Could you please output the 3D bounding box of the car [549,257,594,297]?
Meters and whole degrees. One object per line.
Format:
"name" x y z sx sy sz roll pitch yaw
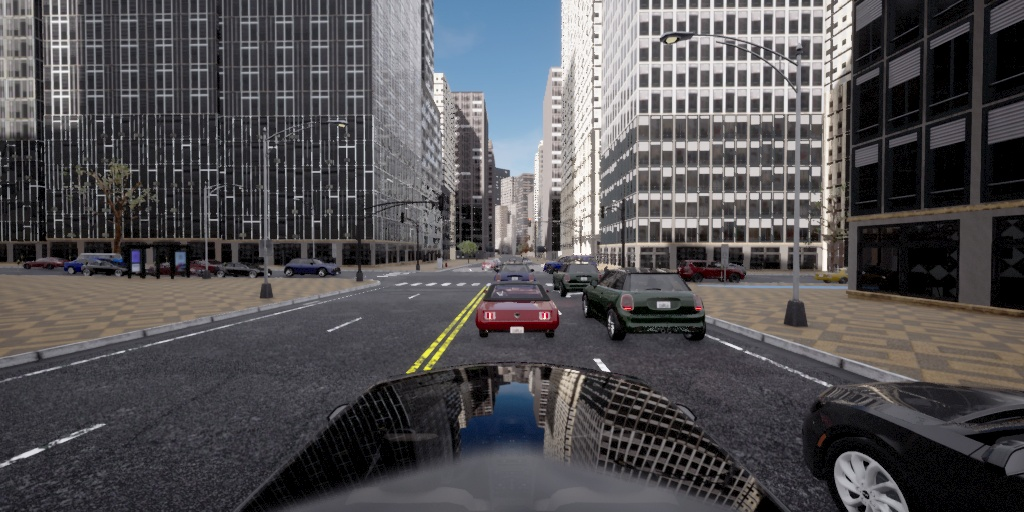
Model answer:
"car" 3.385 1.093 18.983 2.097 1.767 4.553 0 0 0

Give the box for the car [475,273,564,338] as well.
"car" 0.115 1.347 10.142 1.895 1.301 4.718 0 0 0

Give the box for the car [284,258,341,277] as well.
"car" -18.167 0.958 32.815 4.553 1.767 2.097 1 1 2

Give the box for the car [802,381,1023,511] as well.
"car" 3.342 1.255 0.990 1.837 1.490 4.892 0 0 0

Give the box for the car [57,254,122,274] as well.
"car" -38.421 0.899 33.311 5.008 1.535 1.882 1 1 2

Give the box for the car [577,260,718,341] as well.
"car" 3.359 1.098 10.045 2.097 1.767 4.553 0 0 0

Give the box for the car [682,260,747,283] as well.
"car" 16.253 1.269 29.632 5.009 1.841 2.192 0 0 1

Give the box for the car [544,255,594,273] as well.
"car" 6.072 0.963 37.570 5.566 2.045 2.150 1 3 34

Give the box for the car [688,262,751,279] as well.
"car" 20.346 1.388 35.329 4.902 1.511 2.128 1 1 1

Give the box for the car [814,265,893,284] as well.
"car" 27.700 1.579 29.410 4.829 1.417 1.751 0 0 1

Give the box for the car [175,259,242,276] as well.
"car" -27.948 1.042 33.075 4.674 1.442 1.812 1 1 2

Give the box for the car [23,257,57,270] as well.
"car" -50.889 0.794 39.391 4.207 1.307 1.802 0 0 1

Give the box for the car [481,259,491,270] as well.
"car" -3.224 1.241 50.612 1.812 1.442 4.674 0 0 0

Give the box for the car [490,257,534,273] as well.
"car" 0.136 1.092 19.136 2.097 1.767 4.553 0 0 0

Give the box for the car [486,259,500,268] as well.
"car" -3.197 1.251 60.299 2.033 1.411 5.357 0 0 0

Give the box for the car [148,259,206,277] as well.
"car" -28.355 1.139 30.391 4.207 1.307 1.802 0 0 1

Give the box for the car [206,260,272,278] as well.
"car" -22.671 1.174 30.246 4.313 1.339 1.948 0 0 1

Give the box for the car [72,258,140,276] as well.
"car" -34.035 1.070 30.577 4.313 1.339 1.948 0 0 1
